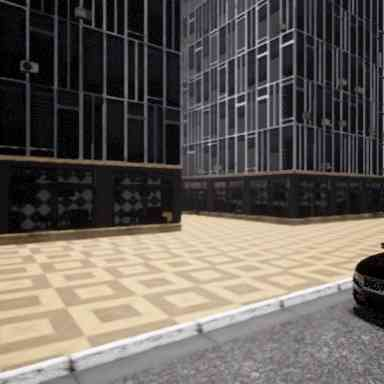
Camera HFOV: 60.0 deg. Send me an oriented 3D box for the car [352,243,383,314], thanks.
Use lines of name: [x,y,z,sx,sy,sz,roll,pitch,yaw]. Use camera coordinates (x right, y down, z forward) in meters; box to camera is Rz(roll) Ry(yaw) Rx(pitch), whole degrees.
car: [5.263,1.499,6.826,5.008,1.535,1.882,0,0,-35]
